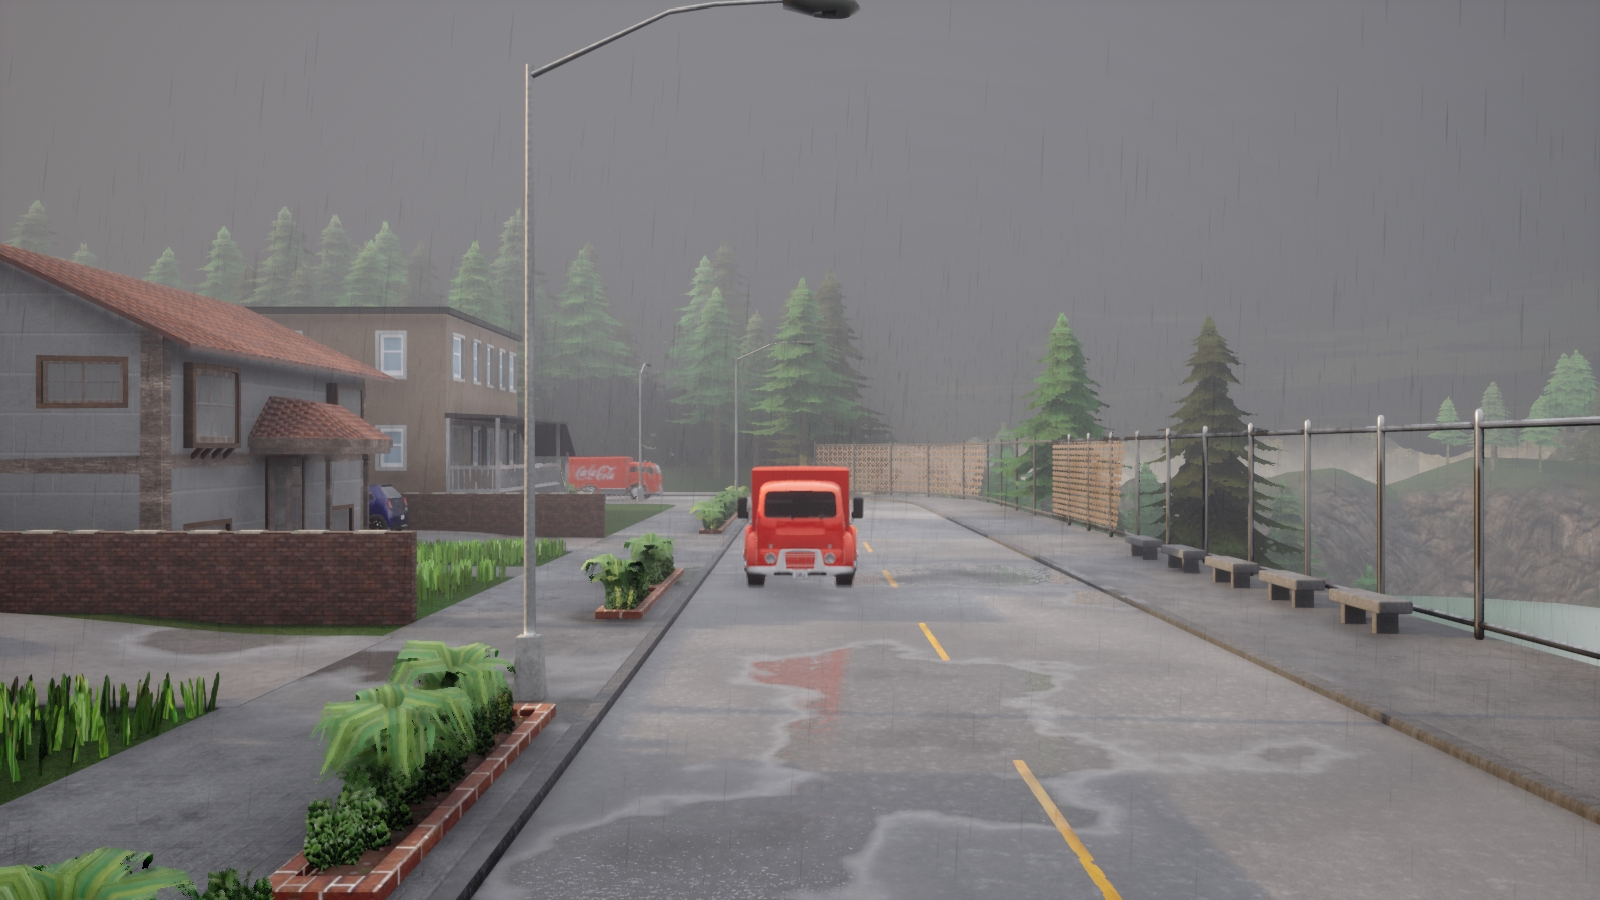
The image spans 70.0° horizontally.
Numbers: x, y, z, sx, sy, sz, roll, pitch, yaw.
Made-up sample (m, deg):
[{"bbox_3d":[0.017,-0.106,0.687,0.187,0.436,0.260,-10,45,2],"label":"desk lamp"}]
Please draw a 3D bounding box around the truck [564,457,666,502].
[{"bbox_3d":[-10.353,1.607,64.229,5.204,2.467,2.627,0,0,2],"label":"truck"}]

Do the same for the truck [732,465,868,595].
[{"bbox_3d":[0.008,1.584,24.750,2.627,2.467,5.204,0,0,0],"label":"truck"}]
